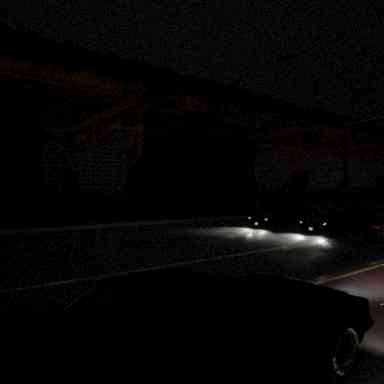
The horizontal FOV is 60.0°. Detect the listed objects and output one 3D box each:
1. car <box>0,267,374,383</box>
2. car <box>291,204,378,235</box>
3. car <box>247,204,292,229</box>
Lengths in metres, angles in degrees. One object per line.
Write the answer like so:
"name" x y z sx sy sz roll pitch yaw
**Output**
"car" 0.073 1.588 3.801 4.718 1.301 1.895 0 0 -36
"car" 8.135 1.447 18.270 5.357 1.411 2.033 0 0 -35
"car" 5.921 1.447 20.992 5.357 1.411 2.033 0 0 -35
